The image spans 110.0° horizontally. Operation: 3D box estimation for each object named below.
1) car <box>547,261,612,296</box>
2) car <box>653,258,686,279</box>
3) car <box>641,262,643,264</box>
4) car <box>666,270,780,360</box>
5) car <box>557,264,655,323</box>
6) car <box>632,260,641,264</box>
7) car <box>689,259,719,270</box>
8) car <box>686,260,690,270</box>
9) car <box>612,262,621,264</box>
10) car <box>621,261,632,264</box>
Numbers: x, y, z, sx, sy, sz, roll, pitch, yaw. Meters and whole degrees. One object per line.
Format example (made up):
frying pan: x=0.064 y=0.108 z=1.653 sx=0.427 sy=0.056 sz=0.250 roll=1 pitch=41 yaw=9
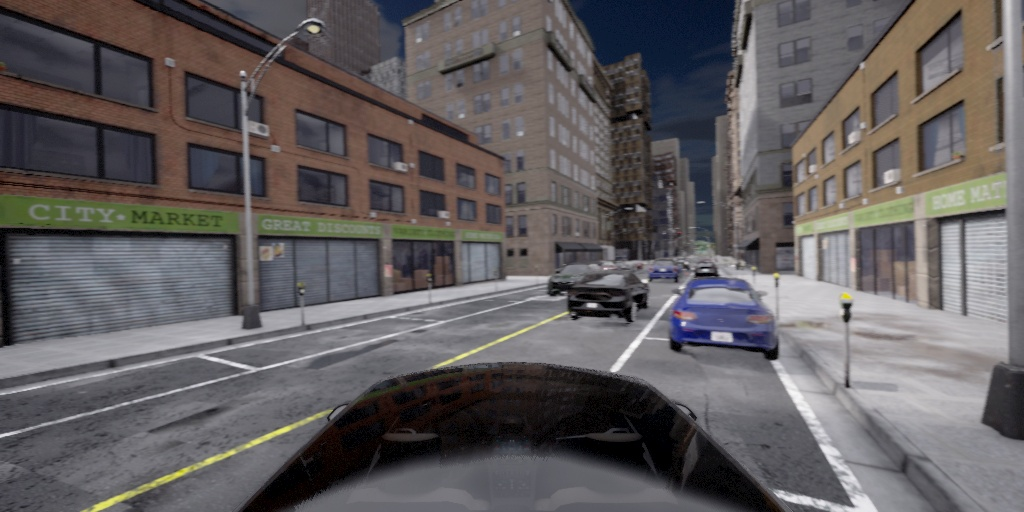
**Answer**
car: x=3.513 y=1.138 z=19.014 sx=2.097 sy=1.767 sz=4.553 roll=-2 pitch=0 yaw=29
car: x=11.739 y=1.003 z=27.365 sx=2.097 sy=1.767 sz=4.553 roll=-2 pitch=0 yaw=29
car: x=16.586 y=1.235 z=48.352 sx=1.888 sy=1.381 sz=4.507 roll=0 pitch=0 yaw=29
car: x=4.694 y=1.208 z=8.167 sx=1.812 sy=1.442 sz=4.674 roll=-2 pitch=0 yaw=29
car: x=3.426 y=1.218 z=12.195 sx=1.882 sy=1.535 sz=5.008 roll=-2 pitch=-1 yaw=29
car: x=13.939 y=1.267 z=43.525 sx=2.007 sy=1.370 sz=4.403 roll=0 pitch=0 yaw=29
car: x=16.119 y=1.130 z=29.772 sx=1.948 sy=1.339 sz=4.313 roll=0 pitch=0 yaw=29
car: x=21.112 y=1.082 z=44.690 sx=1.812 sy=1.442 sz=4.674 roll=-2 pitch=0 yaw=29
car: x=8.646 y=1.211 z=33.870 sx=1.967 sy=1.591 sz=4.097 roll=0 pitch=0 yaw=29
car: x=11.292 y=1.309 z=38.698 sx=1.948 sy=1.339 sz=4.313 roll=0 pitch=0 yaw=29
